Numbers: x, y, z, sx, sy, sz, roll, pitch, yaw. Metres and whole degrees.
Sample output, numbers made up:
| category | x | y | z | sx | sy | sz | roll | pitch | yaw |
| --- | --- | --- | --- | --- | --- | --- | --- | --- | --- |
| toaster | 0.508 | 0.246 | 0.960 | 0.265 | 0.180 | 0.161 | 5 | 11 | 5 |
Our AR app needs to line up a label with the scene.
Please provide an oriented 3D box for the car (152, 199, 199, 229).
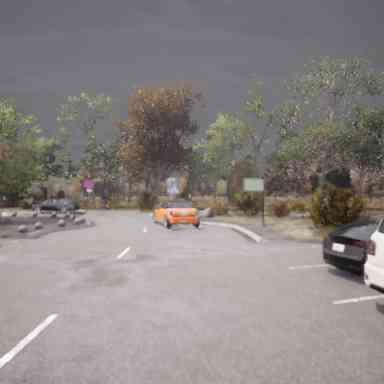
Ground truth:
| category | x | y | z | sx | sy | sz | roll | pitch | yaw |
| --- | --- | --- | --- | --- | --- | --- | --- | --- | --- |
| car | -1.178 | 1.326 | 21.957 | 2.097 | 1.767 | 4.553 | 0 | 0 | -19 |

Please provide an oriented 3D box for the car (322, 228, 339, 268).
| category | x | y | z | sx | sy | sz | roll | pitch | yaw |
| --- | --- | --- | --- | --- | --- | --- | --- | --- | --- |
| car | 5.967 | 1.506 | 9.362 | 4.792 | 1.488 | 2.163 | 1 | 0 | -20 |

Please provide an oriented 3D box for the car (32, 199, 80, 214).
| category | x | y | z | sx | sy | sz | roll | pitch | yaw |
| --- | --- | --- | --- | --- | --- | --- | --- | --- | --- |
| car | -14.110 | 1.454 | 34.476 | 4.902 | 1.511 | 2.128 | 0 | 0 | 10 |

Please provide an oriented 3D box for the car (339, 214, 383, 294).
| category | x | y | z | sx | sy | sz | roll | pitch | yaw |
| --- | --- | --- | --- | --- | --- | --- | --- | --- | --- |
| car | 5.972 | 1.228 | 6.338 | 5.566 | 2.045 | 2.435 | 1 | 0 | -20 |
